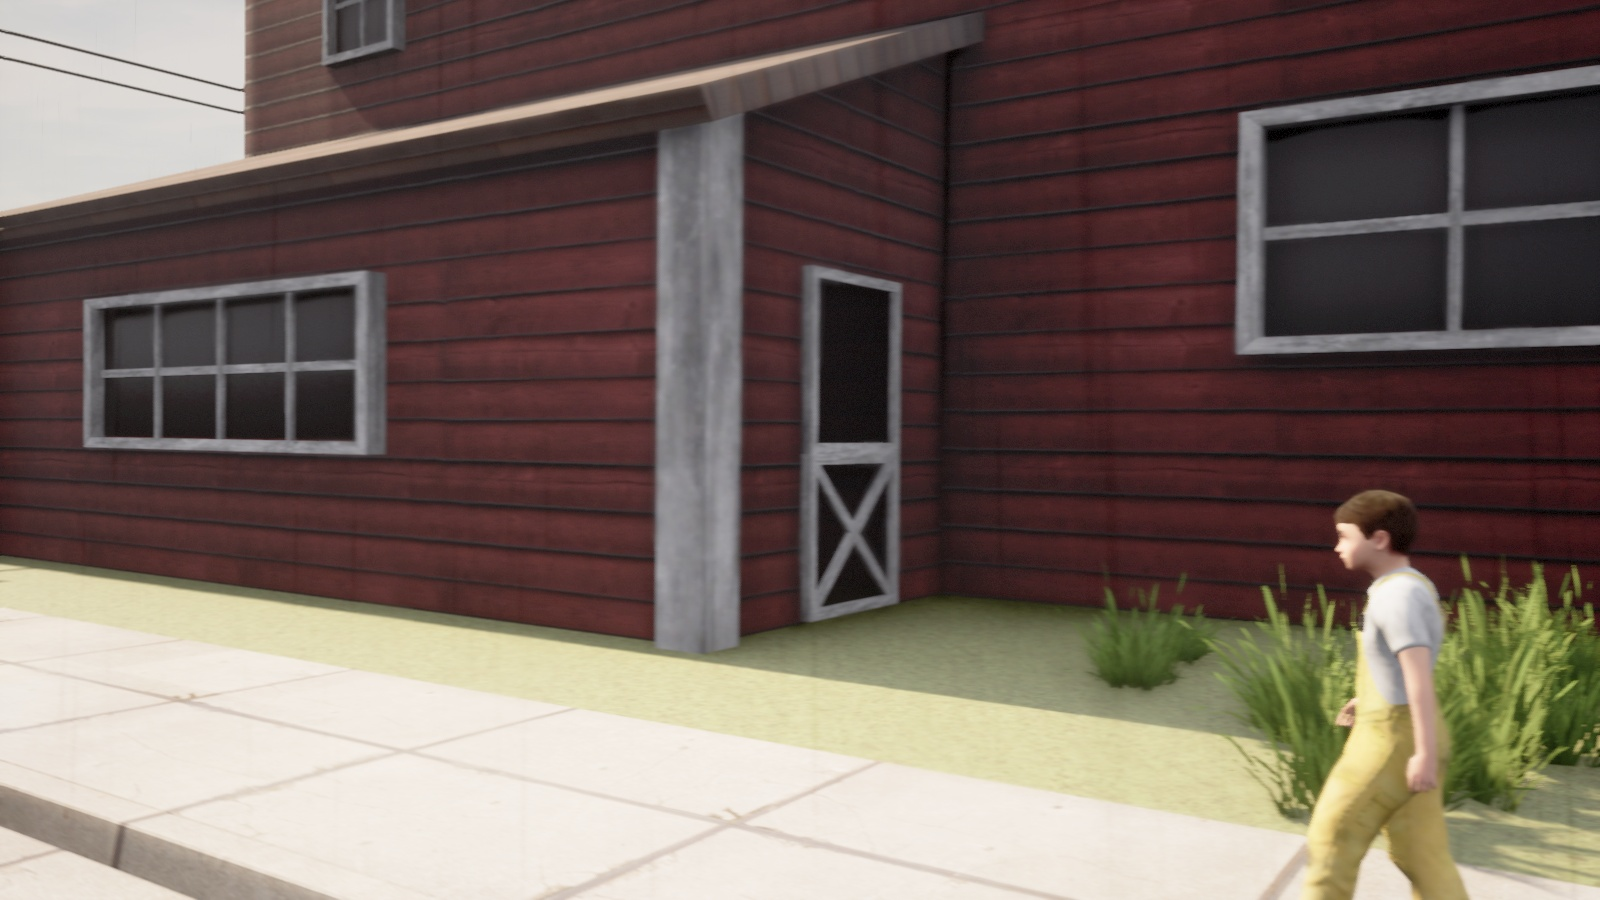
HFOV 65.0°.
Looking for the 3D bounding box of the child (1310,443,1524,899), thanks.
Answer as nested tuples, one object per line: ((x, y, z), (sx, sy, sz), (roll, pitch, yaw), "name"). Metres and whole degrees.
((1.505, 0.618, 3.064), (0.437, 1.263, 0.270), (0, 1, 33), "child")

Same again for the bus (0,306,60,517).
((-20.261, -0.697, 23.492), (3.944, 4.253, 10.273), (0, 1, 41), "bus")
